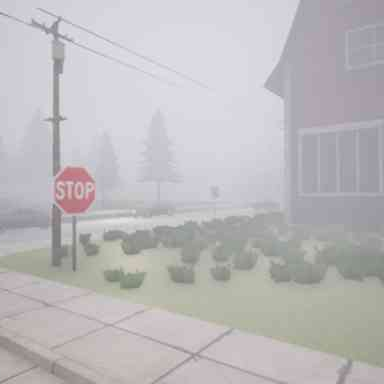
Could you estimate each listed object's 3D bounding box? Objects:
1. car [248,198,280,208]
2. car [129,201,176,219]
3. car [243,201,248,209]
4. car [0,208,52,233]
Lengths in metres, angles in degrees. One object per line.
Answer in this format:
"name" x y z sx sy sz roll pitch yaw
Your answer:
"car" 9.260 1.578 41.237 1.837 1.490 4.892 0 0 37
"car" -3.522 1.584 30.173 2.128 1.511 4.902 0 0 37
"car" 8.872 1.615 46.823 1.812 1.442 4.674 0 0 37
"car" -10.829 1.658 20.299 1.994 1.385 4.181 0 0 36
